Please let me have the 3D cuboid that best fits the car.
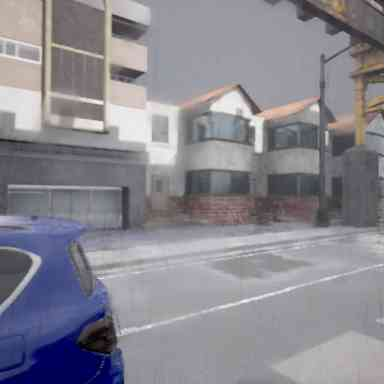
[{"bbox_3d":[-3.134,1.221,1.756,5.566,2.045,2.150,0,0,-35],"label":"car"}]
